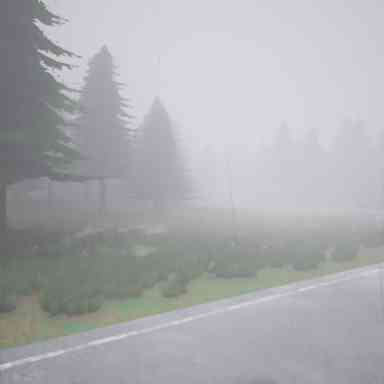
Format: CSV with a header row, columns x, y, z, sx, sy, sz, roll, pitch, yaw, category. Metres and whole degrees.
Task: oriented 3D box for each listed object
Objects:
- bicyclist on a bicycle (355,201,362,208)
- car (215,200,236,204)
x,y,z,sx,sy,sz,roll,pitch,yaw,category
20.513,1.873,40.934,1.656,1.620,0.582,-11,6,-35,bicyclist on a bicycle
5.429,2.034,56.178,2.128,1.511,4.902,1,0,-35,car
